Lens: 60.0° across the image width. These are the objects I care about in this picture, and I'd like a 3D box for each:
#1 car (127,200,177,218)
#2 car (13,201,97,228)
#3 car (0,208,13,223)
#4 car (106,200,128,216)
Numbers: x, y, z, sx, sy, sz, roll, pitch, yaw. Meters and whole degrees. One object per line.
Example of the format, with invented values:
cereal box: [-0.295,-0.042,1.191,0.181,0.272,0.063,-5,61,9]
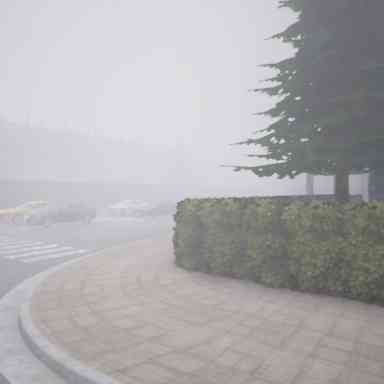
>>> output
car: [-2.867,1.478,29.703,2.033,1.411,5.357,0,0,35]
car: [-8.526,1.423,21.768,2.128,1.511,4.902,0,0,35]
car: [-11.317,1.406,23.875,1.882,1.535,5.008,0,0,35]
car: [-5.940,1.454,31.396,1.812,1.442,4.674,0,0,36]
